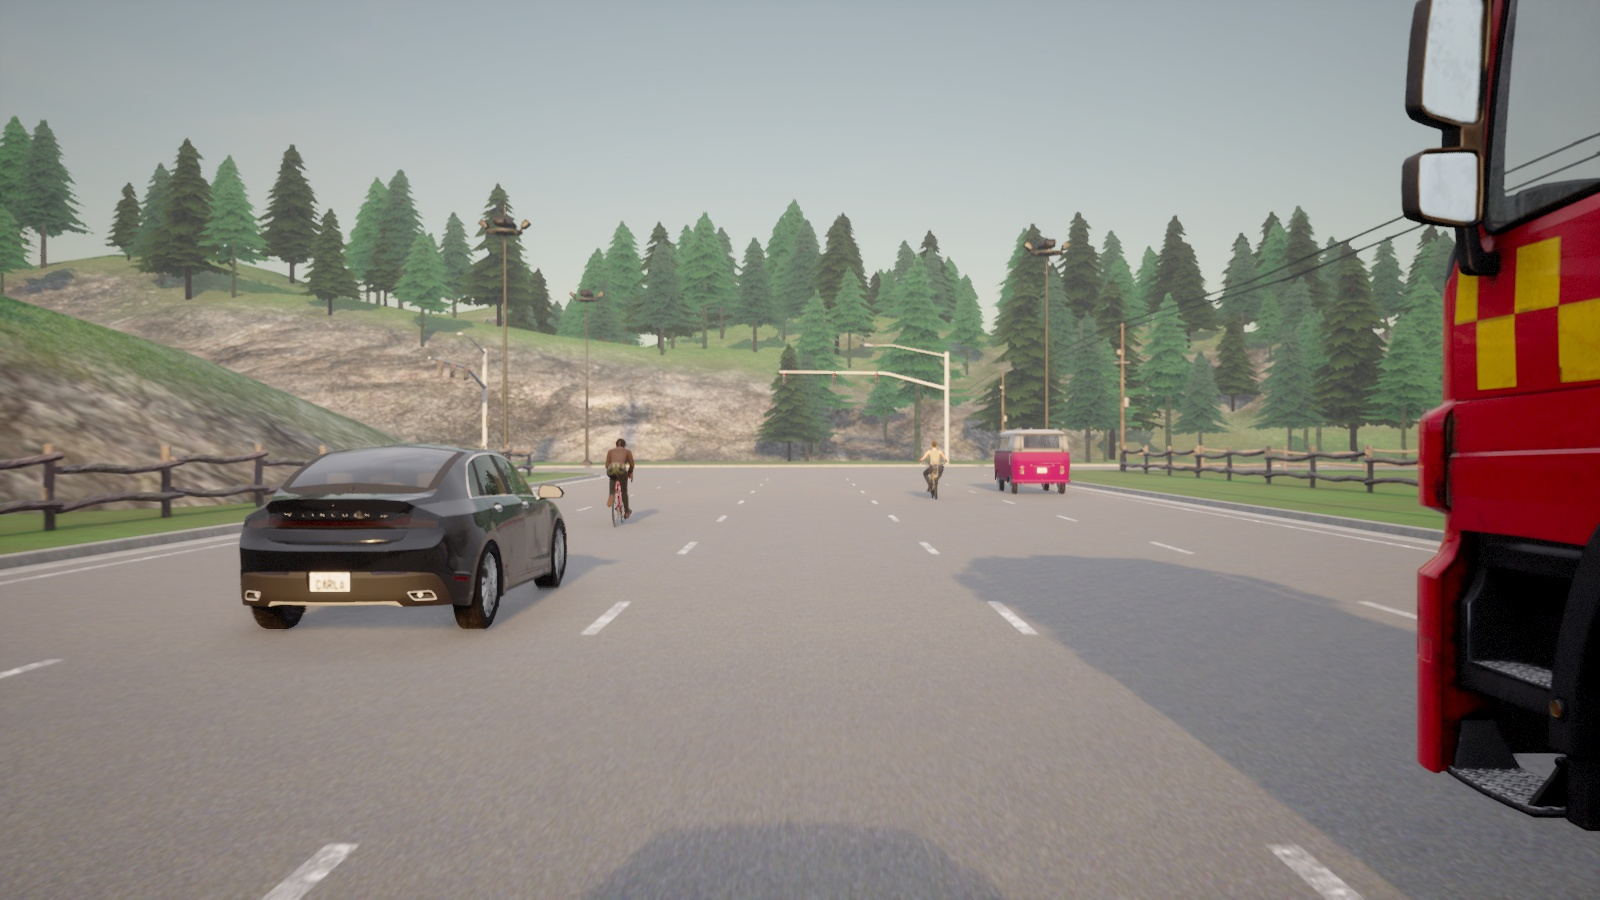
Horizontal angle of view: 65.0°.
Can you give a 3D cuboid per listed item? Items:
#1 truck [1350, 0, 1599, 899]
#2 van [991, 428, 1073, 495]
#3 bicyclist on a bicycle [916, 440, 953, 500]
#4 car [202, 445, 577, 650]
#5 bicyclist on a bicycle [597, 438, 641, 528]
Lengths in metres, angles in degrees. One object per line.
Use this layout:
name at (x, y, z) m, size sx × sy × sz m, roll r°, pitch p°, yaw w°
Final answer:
truck at (3.520, -0.417, 0.543) m, size 2.891 × 3.827 × 8.468 m, roll 0°, pitch 0°, yaw 0°
van at (7.241, 0.334, 39.558) m, size 1.775 × 1.987 × 4.442 m, roll 0°, pitch 0°, yaw 0°
bicyclist on a bicycle at (3.708, 0.536, 34.752) m, size 0.866 × 1.612 × 1.509 m, roll 0°, pitch 0°, yaw 1°
car at (-3.419, 0.699, 11.577) m, size 1.837 × 1.490 × 4.892 m, roll 0°, pitch 0°, yaw 0°
bicyclist on a bicycle at (-3.352, 0.596, 23.341) m, size 0.582 × 1.620 × 1.656 m, roll 0°, pitch 0°, yaw 0°
